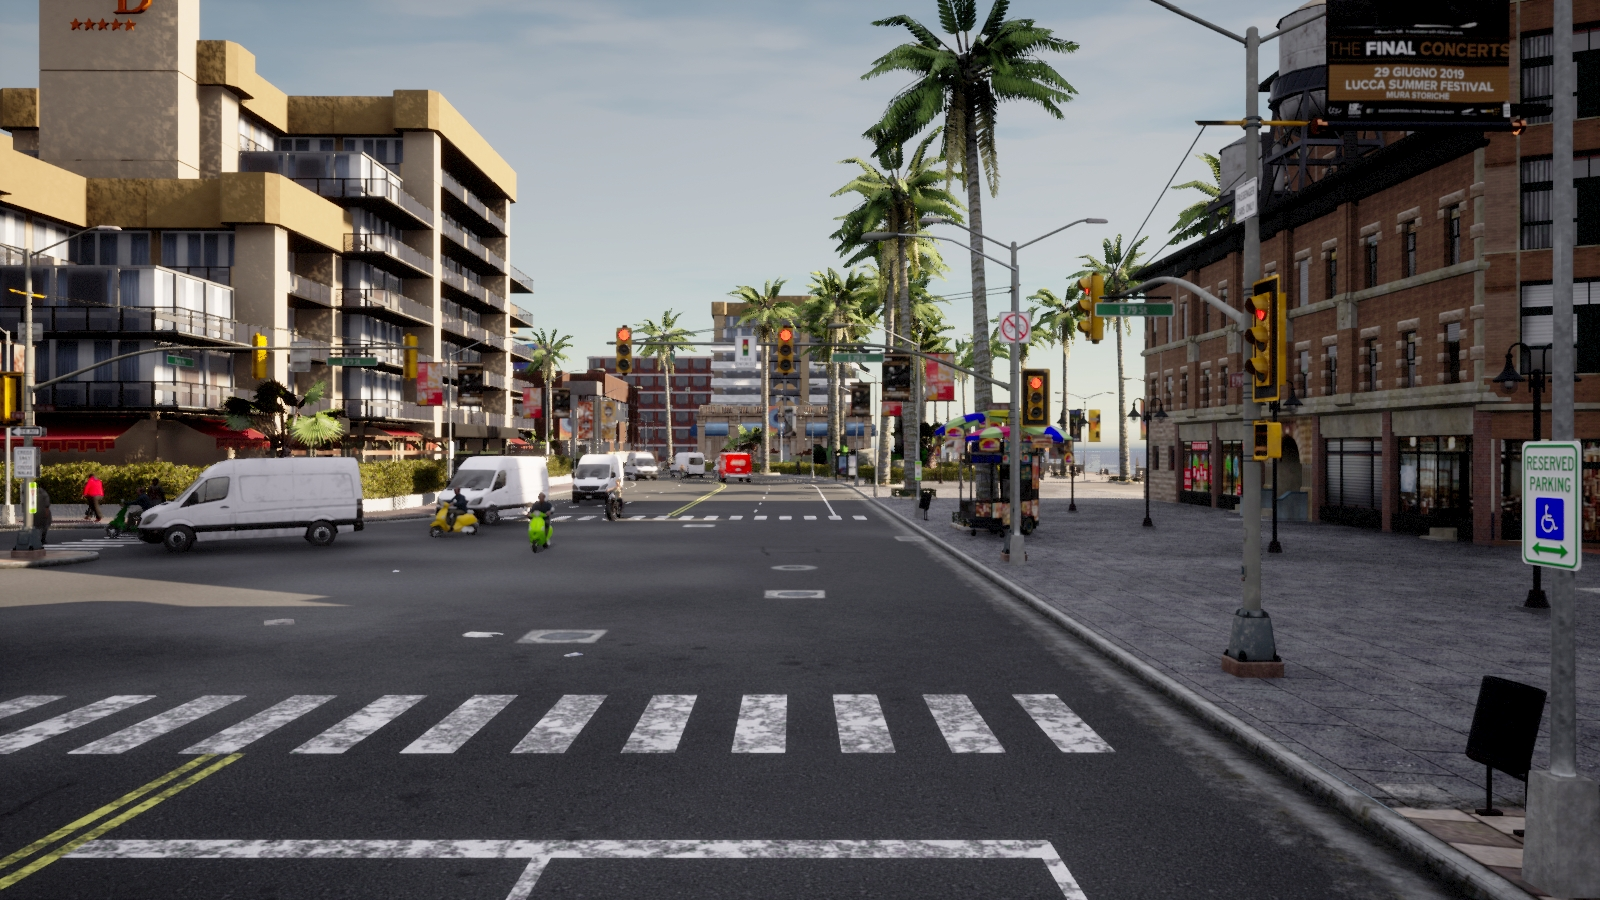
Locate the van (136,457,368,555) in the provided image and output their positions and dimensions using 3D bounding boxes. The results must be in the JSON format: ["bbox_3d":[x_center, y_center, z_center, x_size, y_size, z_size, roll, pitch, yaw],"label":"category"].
[{"bbox_3d":[-15.889,1.531,33.294,5.915,2.561,1.988,-1,0,-29],"label":"van"}]

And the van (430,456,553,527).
[{"bbox_3d":[-11.941,1.534,44.697,1.988,2.561,5.915,0,0,14],"label":"van"}]

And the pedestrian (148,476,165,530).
[{"bbox_3d":[-22.410,1.849,39.792,0.375,1.860,0.375,0,0,0],"label":"pedestrian"}]

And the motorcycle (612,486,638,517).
[{"bbox_3d":[-7.463,2.182,48.721,0.856,1.236,1.805,0,0,0],"label":"motorcycle"}]

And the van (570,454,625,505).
[{"bbox_3d":[-10.828,1.534,61.502,1.988,2.561,5.915,0,0,0],"label":"van"}]

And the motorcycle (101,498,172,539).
[{"bbox_3d":[-21.178,2.182,36.503,1.805,1.236,0.856,0,-1,-15],"label":"motorcycle"}]

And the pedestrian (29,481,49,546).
[{"bbox_3d":[-22.269,1.848,33.452,0.375,1.860,0.375,0,0,-12],"label":"pedestrian"}]

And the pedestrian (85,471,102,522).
[{"bbox_3d":[-25.824,1.696,41.786,0.375,1.860,0.375,0,0,15],"label":"pedestrian"}]
